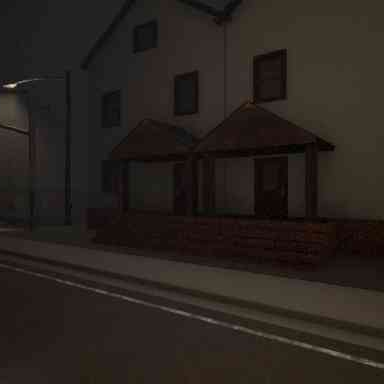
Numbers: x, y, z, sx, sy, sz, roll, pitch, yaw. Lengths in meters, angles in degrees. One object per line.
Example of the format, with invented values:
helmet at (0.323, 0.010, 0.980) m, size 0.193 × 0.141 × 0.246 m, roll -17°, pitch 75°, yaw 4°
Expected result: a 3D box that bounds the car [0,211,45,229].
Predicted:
car at (-15.642, 2.488, 29.676) m, size 2.128 × 1.511 × 4.902 m, roll 0°, pitch -9°, yaw 36°
